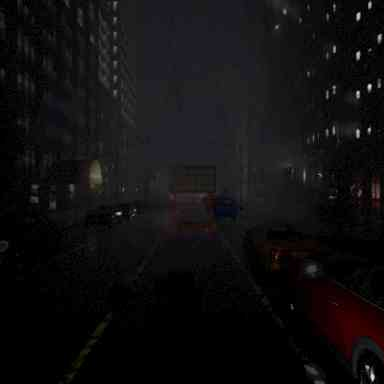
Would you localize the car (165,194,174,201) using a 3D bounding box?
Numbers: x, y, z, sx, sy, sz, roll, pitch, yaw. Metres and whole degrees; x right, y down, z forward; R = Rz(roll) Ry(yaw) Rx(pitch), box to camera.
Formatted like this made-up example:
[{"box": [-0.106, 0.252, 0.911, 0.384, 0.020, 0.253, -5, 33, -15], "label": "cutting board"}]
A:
[{"box": [-5.699, 1.372, 84.283, 1.967, 1.590, 4.097, -1, 0, 0], "label": "car"}]

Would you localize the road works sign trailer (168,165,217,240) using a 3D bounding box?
[{"box": [0.019, 0.451, 16.818, 2.380, 3.560, 2.880, 0, 0, 0], "label": "road works sign trailer"}]

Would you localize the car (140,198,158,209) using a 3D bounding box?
[{"box": [-5.698, 1.547, 44.498, 1.802, 1.307, 4.206, -1, 0, 0], "label": "car"}]

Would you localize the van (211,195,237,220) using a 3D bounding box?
[{"box": [2.681, 1.319, 27.447, 1.690, 1.788, 3.998, -1, 0, 0], "label": "van"}]

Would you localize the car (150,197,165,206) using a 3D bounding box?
[{"box": [-5.698, 1.507, 55.865, 2.008, 1.369, 4.403, -1, 0, 0], "label": "car"}]

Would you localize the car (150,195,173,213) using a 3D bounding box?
[{"box": [-3.095, 1.462, 37.296, 2.128, 1.511, 4.902, 0, 0, 0], "label": "car"}]

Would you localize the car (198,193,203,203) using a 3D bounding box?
[{"box": [2.682, 1.497, 67.232, 2.008, 1.369, 4.403, -1, 0, 0], "label": "car"}]

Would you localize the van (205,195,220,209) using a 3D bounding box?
[{"box": [2.680, 1.306, 44.498, 1.690, 1.788, 3.998, -1, 0, 0], "label": "van"}]

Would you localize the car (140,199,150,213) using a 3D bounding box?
[{"box": [-5.698, 1.519, 33.131, 1.887, 1.381, 4.507, -1, 0, 0], "label": "car"}]

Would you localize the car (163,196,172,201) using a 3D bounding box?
[{"box": [-5.698, 1.519, 78.600, 1.802, 1.307, 4.206, -1, 0, 0], "label": "car"}]

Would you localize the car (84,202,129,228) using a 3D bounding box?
[{"box": [-5.698, 1.534, 21.763, 2.008, 1.369, 4.403, -1, 0, 0], "label": "car"}]

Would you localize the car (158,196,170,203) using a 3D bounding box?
[{"box": [-5.698, 1.497, 67.232, 2.008, 1.369, 4.403, -1, 0, 0], "label": "car"}]

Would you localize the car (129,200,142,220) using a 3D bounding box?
[{"box": [-5.698, 1.544, 27.447, 1.947, 1.339, 4.313, -1, 0, 0], "label": "car"}]

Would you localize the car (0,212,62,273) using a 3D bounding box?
[{"box": [-5.699, 1.432, 10.396, 1.967, 1.590, 4.097, -1, 0, 0], "label": "car"}]

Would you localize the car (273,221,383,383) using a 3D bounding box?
[{"box": [2.682, 1.436, 4.713, 1.967, 1.590, 4.097, -1, 0, 0], "label": "car"}]

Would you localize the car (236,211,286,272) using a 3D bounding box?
[{"box": [2.683, 1.517, 10.566, 1.752, 1.417, 4.829, -1, 0, 0], "label": "car"}]

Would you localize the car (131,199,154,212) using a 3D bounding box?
[{"box": [-5.699, 1.520, 38.814, 2.008, 1.369, 4.403, -1, 0, 0], "label": "car"}]

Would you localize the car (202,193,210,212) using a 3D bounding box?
[{"box": [2.680, 1.284, 38.814, 2.192, 1.841, 5.009, -1, 0, 0], "label": "car"}]
